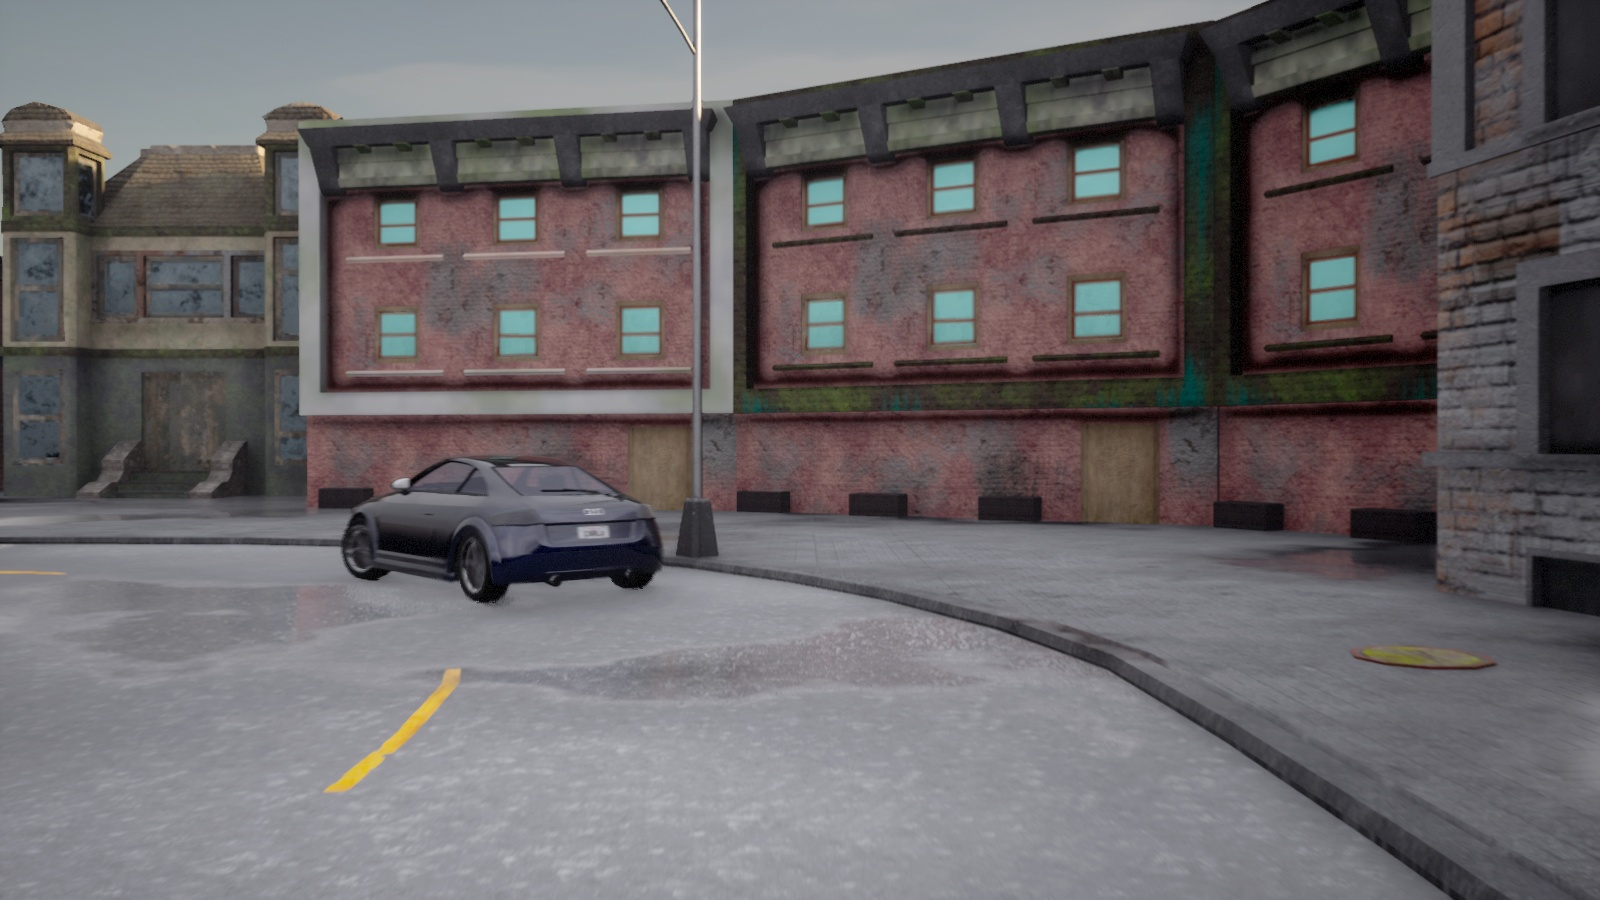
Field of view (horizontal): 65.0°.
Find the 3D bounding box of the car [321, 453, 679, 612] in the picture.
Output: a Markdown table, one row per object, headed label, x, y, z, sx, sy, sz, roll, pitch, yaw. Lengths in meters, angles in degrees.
| label | x | y | z | sx | sy | sz | roll | pitch | yaw |
| --- | --- | --- | --- | --- | --- | --- | --- | --- | --- |
| car | -3.331 | 0.737 | 13.407 | 1.994 | 1.385 | 4.181 | 0 | 0 | -41 |
